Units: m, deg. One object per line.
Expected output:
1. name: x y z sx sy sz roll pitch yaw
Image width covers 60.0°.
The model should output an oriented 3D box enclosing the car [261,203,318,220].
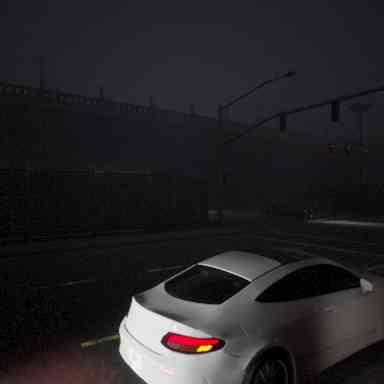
1. car: 8.387 1.654 28.759 1.895 1.301 4.718 0 0 -37

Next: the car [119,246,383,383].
1. car: 1.312 1.525 4.720 4.674 1.442 1.812 0 0 -35
